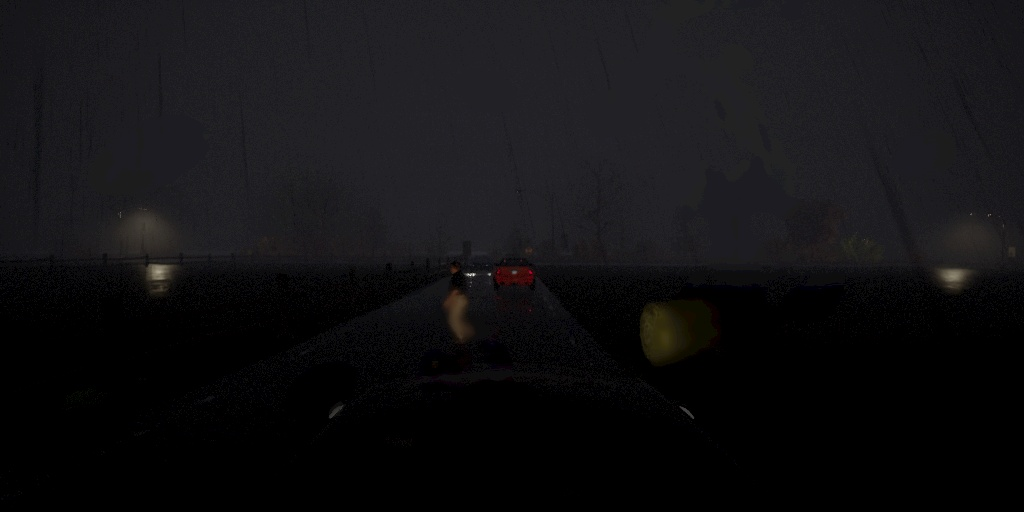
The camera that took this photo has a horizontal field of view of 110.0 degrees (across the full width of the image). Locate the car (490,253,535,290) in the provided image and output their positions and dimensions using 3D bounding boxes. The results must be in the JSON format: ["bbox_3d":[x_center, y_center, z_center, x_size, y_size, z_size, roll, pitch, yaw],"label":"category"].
[{"bbox_3d":[0.111,0.800,19.727,2.097,1.767,4.553,0,1,0],"label":"car"}]

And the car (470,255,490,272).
[{"bbox_3d":[-2.807,0.676,34.244,1.882,1.535,5.008,0,1,0],"label":"car"}]

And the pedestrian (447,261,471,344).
[{"bbox_3d":[-1.142,0.946,7.696,0.375,1.860,0.375,0,1,-1],"label":"pedestrian"}]

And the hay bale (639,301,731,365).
[{"bbox_3d":[3.127,1.325,6.656,1.220,1.180,1.240,0,0,0],"label":"hay bale"}]
